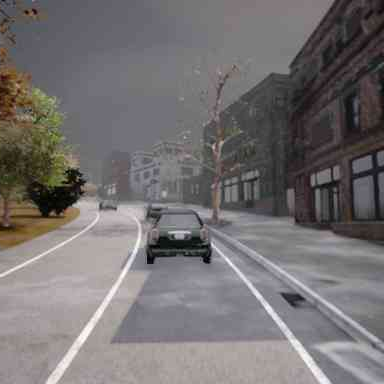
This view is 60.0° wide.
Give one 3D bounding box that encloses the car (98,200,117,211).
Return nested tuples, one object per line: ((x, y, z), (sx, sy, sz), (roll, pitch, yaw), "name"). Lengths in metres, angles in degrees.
((-10.646, 1.685, 41.948), (1.994, 1.385, 4.181), (2, -1, -20), "car")

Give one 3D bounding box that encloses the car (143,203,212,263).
((-0.564, 1.407, 12.383), (2.097, 1.767, 4.553), (1, 0, -5), "car")

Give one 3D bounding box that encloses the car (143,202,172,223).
((-2.980, 1.652, 27.908), (1.837, 1.490, 4.892), (1, 0, -12), "car")
